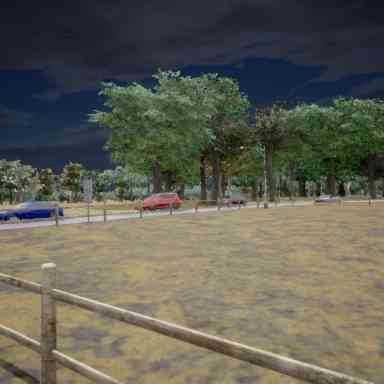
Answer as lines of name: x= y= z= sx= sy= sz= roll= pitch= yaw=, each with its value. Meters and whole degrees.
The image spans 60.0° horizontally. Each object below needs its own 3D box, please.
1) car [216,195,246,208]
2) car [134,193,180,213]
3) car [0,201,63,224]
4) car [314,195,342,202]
car: x=5.338 y=1.183 z=45.363 sx=4.553 sy=1.767 sz=2.097 roll=-1 pitch=-1 yaw=-42
car: x=-3.649 y=1.155 z=35.962 sx=2.150 sy=2.045 sz=5.566 roll=-2 pitch=-1 yaw=40
car: x=-12.123 y=1.487 z=24.764 sx=1.882 sy=1.535 sz=5.008 roll=-2 pitch=-1 yaw=36
car: x=22.267 y=1.146 z=54.342 sx=4.718 sy=1.301 sz=1.895 roll=-1 pitch=-2 yaw=-30
